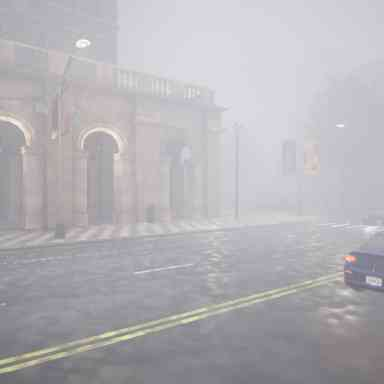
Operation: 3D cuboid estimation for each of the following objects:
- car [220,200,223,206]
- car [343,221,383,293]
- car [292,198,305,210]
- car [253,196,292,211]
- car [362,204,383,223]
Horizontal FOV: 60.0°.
[{"bbox_3d":[3.095,1.504,55.130,1.837,1.490,4.892,0,0,-36],"label":"car"},{"bbox_3d":[5.326,1.526,7.663,4.674,1.442,1.812,0,0,-36],"label":"car"},{"bbox_3d":[12.140,1.352,42.555,2.097,1.767,4.553,0,0,-36],"label":"car"},{"bbox_3d":[9.451,1.564,40.250,1.994,1.385,4.181,0,0,-35],"label":"car"},{"bbox_3d":[13.365,1.547,23.915,2.033,1.411,5.357,0,0,28],"label":"car"}]
